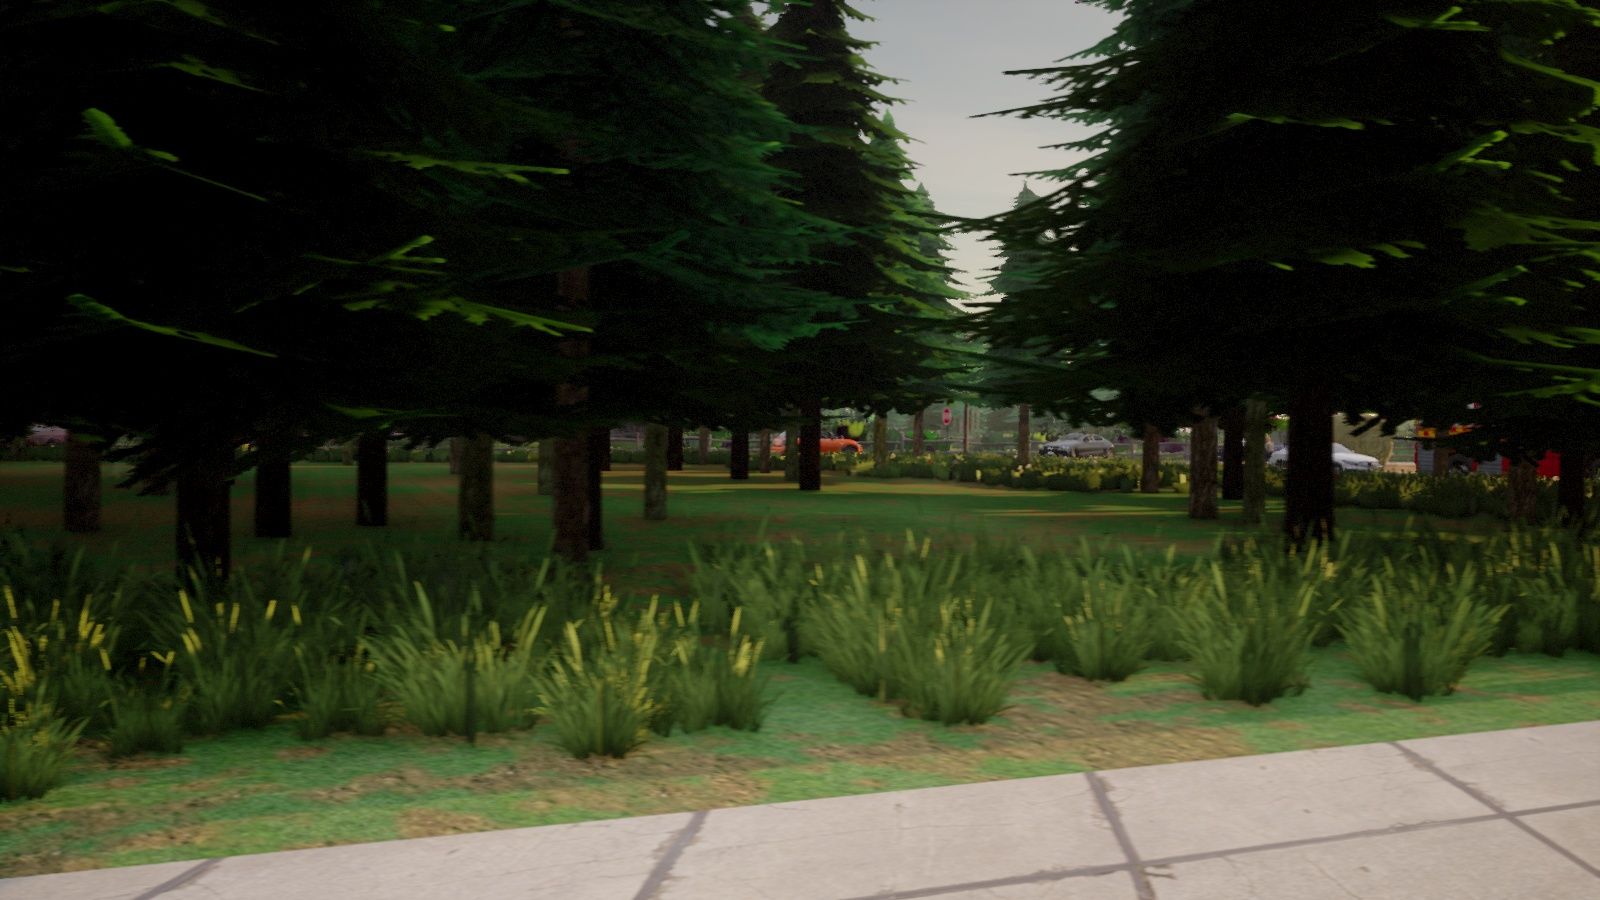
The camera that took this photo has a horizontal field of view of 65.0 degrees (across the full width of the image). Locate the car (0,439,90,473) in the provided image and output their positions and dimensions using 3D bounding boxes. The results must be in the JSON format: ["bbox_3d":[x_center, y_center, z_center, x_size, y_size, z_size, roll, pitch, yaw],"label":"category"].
[{"bbox_3d":[-33.958,0.261,55.079,4.674,1.442,1.812,-1,1,-19],"label":"car"}]

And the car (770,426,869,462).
[{"bbox_3d":[0.994,-0.314,63.535,4.553,1.767,2.097,-1,1,-18],"label":"car"}]

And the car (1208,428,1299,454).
[{"bbox_3d":[27.336,-0.561,75.729,4.792,1.488,2.163,-1,1,-18],"label":"car"}]

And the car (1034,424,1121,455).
[{"bbox_3d":[15.582,-0.603,70.401,5.027,1.651,2.152,-1,1,-41],"label":"car"}]

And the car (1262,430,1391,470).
[{"bbox_3d":[19.937,-0.022,47.822,1.812,1.442,4.674,-1,1,-21],"label":"car"}]

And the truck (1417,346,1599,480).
[{"bbox_3d":[23.453,-1.099,38.471,2.891,3.827,8.468,-1,1,-21],"label":"truck"}]
